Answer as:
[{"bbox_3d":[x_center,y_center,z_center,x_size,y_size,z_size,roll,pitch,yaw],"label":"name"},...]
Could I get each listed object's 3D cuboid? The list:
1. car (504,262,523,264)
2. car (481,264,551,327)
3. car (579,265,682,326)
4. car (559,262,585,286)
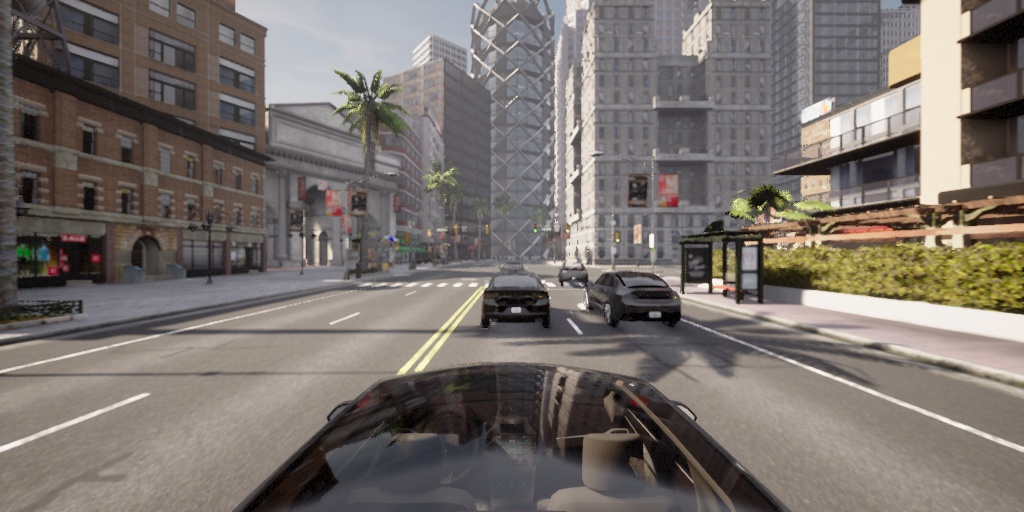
[{"bbox_3d":[0.094,1.166,25.753,1.837,1.490,4.892,0,1,0],"label":"car"},{"bbox_3d":[0.100,1.190,11.460,1.882,1.535,5.008,0,0,0],"label":"car"},{"bbox_3d":[3.601,1.219,11.439,1.837,1.490,4.892,0,0,0],"label":"car"},{"bbox_3d":[4.228,1.158,24.419,2.128,1.511,4.902,0,0,10],"label":"car"}]
